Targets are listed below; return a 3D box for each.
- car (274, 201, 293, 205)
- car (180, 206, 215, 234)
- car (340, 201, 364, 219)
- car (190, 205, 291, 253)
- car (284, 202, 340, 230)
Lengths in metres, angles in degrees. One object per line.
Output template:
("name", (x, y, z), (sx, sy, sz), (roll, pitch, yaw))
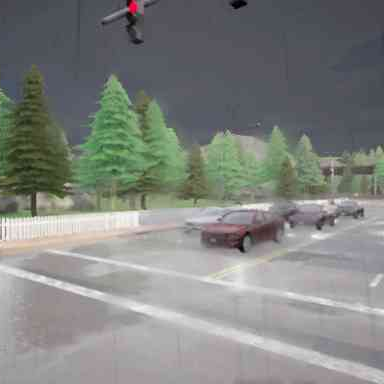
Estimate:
("car", (7.489, 1.546, 26.888), (1.837, 1.490, 4.892), (0, 0, 37))
("car", (1.282, 1.550, 18.638), (1.812, 1.442, 4.674), (0, 0, 37))
("car", (14.078, 1.579, 29.759), (1.812, 1.442, 4.674), (0, 0, 37))
("car", (2.272, 1.498, 14.169), (1.882, 1.535, 5.008), (0, 0, 37))
("car", (7.862, 1.562, 21.565), (1.812, 1.442, 4.674), (0, 0, 37))
